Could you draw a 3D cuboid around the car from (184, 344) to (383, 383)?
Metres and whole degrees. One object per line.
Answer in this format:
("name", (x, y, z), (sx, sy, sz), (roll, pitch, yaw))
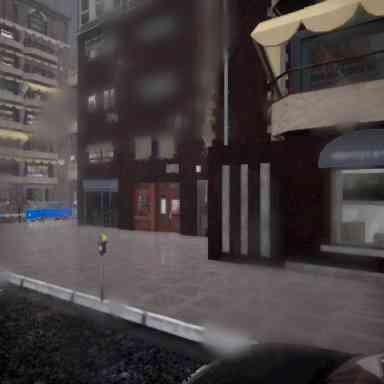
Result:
("car", (1.777, 1.549, 1.606), (4.403, 1.369, 2.008), (0, 0, 35))

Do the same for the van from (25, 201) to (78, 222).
("van", (-12.488, 1.705, 29.273), (1.690, 1.788, 3.998), (-1, -2, 35))

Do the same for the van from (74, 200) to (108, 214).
("van", (-13.050, 1.905, 43.194), (1.690, 1.788, 3.998), (-1, -2, 35))
